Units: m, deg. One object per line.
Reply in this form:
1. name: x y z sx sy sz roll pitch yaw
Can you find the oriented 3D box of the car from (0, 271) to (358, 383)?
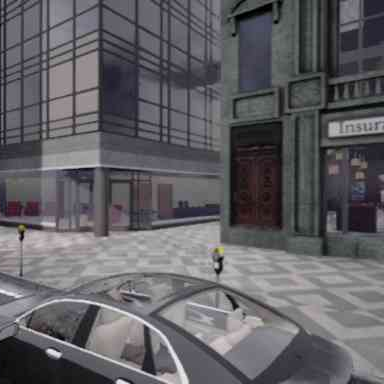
1. car: -0.693 1.550 3.456 4.403 1.369 2.008 0 0 36
